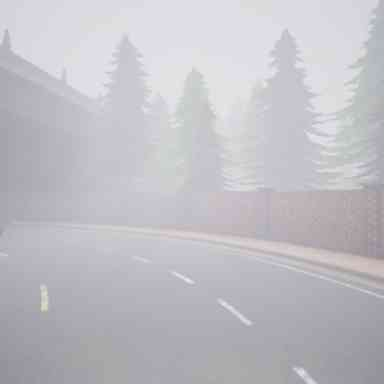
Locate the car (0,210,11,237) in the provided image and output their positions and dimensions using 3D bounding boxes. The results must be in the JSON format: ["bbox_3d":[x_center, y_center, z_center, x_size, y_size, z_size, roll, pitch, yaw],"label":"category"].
[{"bbox_3d":[-12.321,1.816,18.510,4.674,1.442,1.812,-1,-1,30],"label":"car"}]
